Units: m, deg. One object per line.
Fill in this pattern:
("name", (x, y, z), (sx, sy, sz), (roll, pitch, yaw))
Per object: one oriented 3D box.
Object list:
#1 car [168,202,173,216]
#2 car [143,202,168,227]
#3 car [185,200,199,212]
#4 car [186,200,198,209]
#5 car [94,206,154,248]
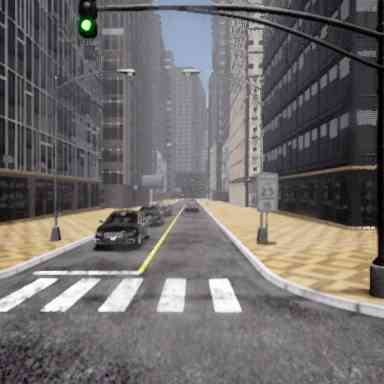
("car", (-3.099, 1.805, 36.061), (2.128, 1.511, 4.902), (0, -1, 0))
("car", (-3.102, 1.714, 25.056), (1.837, 1.490, 4.892), (0, -1, 0))
("car", (-0.016, 1.957, 45.141), (2.033, 1.411, 5.357), (0, -1, 0))
("car", (-0.021, 2.040, 55.558), (1.812, 1.442, 4.674), (0, -1, 0))
("car", (-3.098, 1.623, 15.538), (1.837, 1.490, 4.892), (0, -1, 0))
